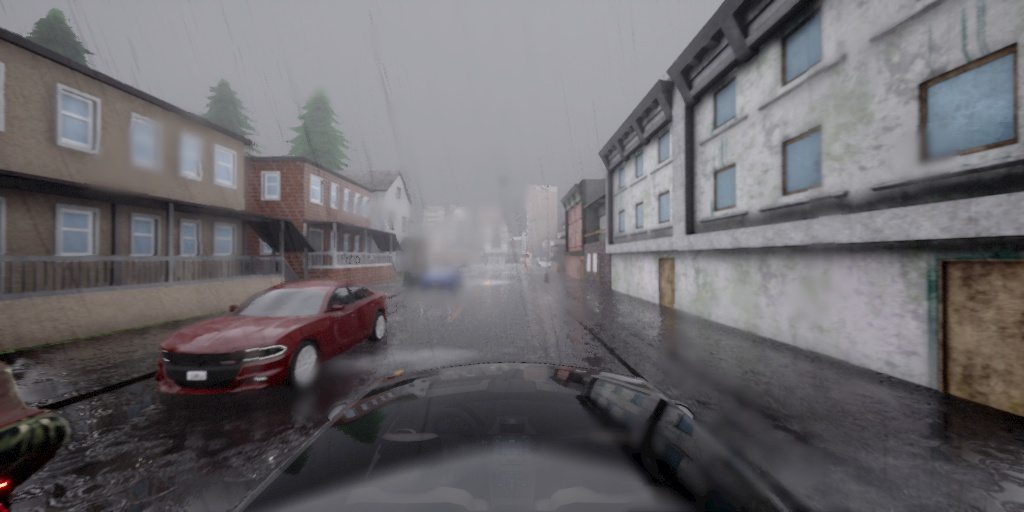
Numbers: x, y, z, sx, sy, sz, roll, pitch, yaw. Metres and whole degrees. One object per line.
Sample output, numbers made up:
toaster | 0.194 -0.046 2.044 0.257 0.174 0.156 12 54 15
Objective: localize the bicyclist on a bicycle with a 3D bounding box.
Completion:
bicyclist on a bicycle | -2.916 1.204 1.844 1.656 1.620 0.582 0 0 0

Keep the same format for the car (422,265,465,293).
car | -4.085 1.350 21.878 1.882 1.535 5.008 0 -1 0

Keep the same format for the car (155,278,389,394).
car | -4.083 1.262 7.150 1.882 1.535 5.008 0 0 0
